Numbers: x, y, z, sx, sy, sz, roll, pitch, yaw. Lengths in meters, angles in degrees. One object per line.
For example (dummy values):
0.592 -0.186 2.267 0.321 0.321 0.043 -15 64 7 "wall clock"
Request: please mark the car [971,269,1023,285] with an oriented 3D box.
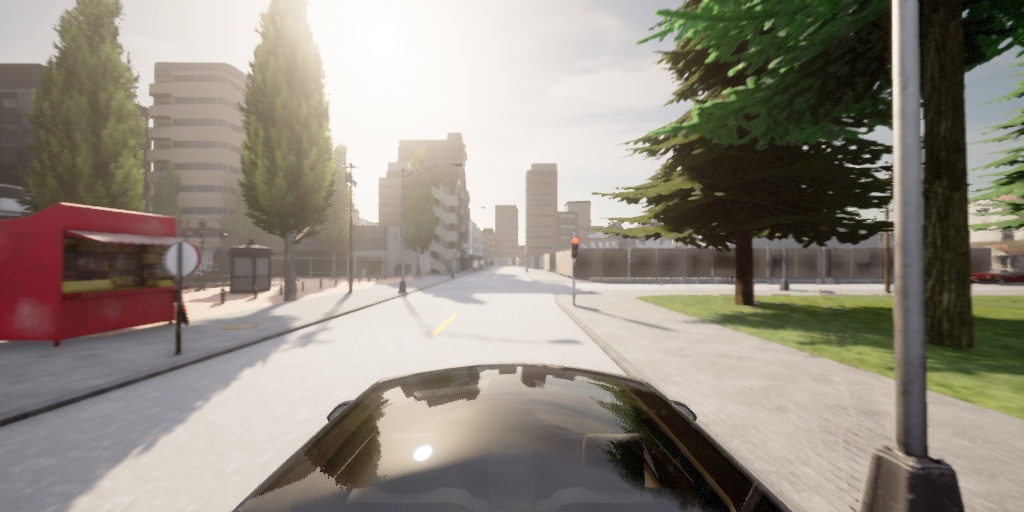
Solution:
40.436 1.704 29.533 4.718 1.301 1.895 0 -1 1 "car"
